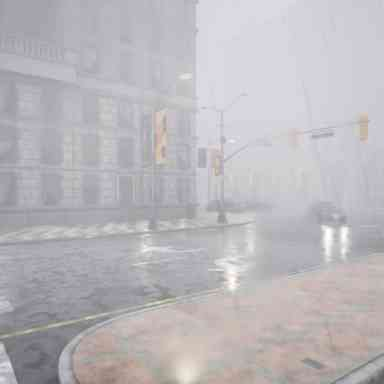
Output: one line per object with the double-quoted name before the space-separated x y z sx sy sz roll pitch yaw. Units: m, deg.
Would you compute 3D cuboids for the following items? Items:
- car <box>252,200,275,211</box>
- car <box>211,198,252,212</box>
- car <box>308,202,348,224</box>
"car" 7.819 1.601 40.717 1.895 1.301 4.718 0 0 -36
"car" 4.325 1.491 39.579 2.128 1.511 4.902 0 0 -36
"car" 10.016 1.491 24.770 2.128 1.511 4.902 0 0 8
